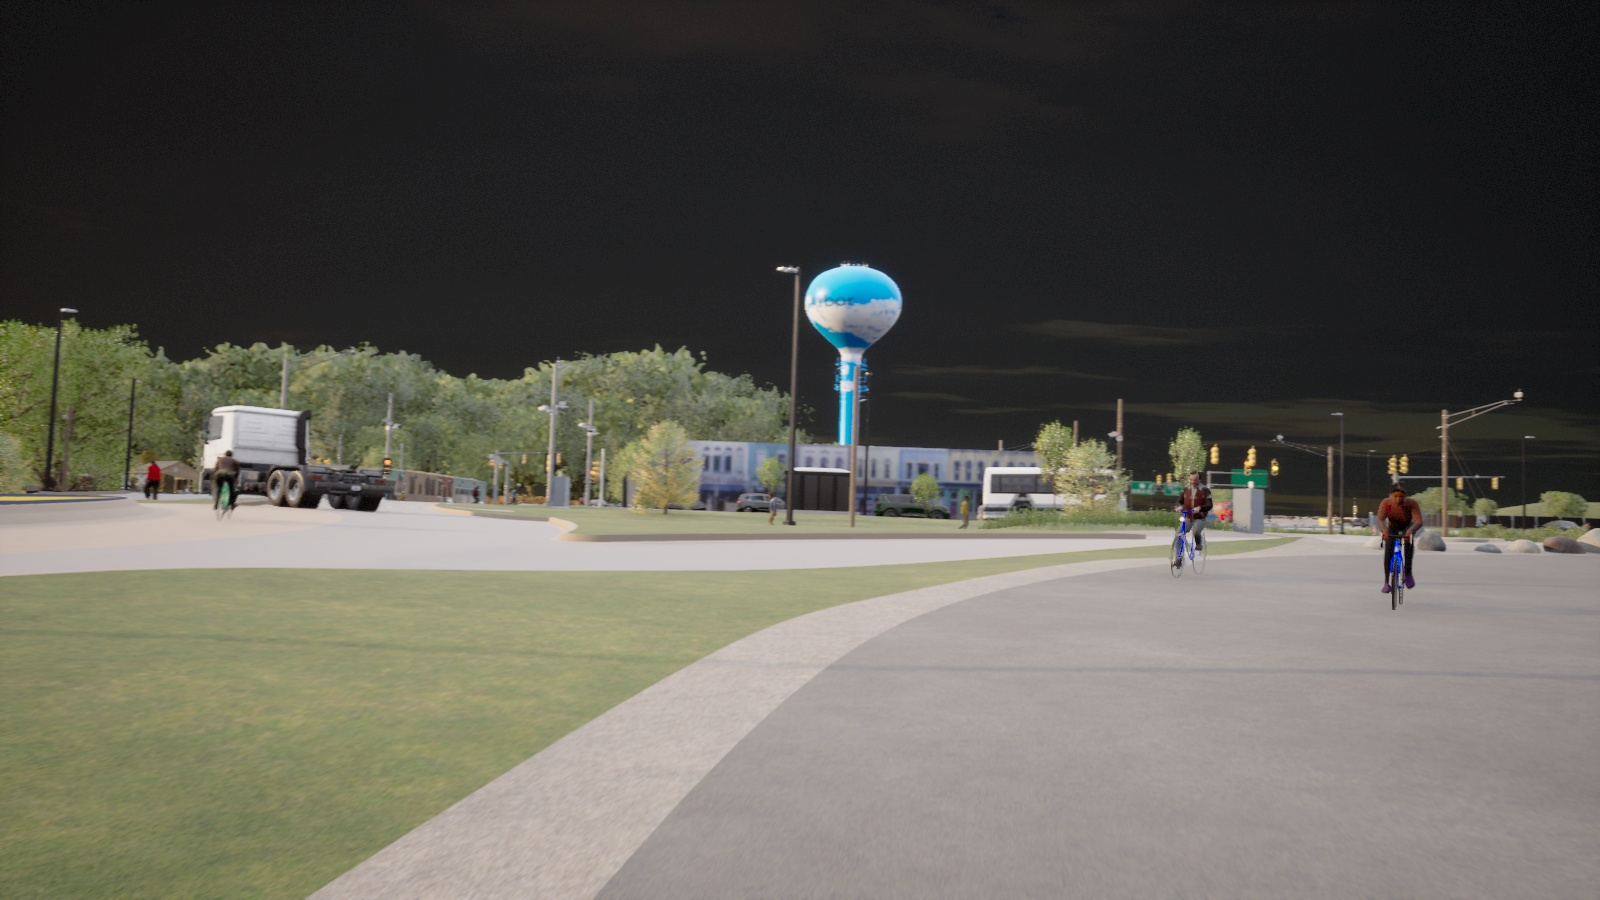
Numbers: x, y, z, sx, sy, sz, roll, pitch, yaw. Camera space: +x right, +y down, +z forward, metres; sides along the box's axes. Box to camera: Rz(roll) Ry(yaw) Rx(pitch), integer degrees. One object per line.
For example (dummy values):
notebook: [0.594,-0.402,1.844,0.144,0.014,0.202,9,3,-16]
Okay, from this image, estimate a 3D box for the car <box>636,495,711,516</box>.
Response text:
car: [-9.490,4.182,94.565,5.357,1.411,2.033,2,-4,2]

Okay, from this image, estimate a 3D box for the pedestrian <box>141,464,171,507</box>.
pedestrian: [-27.769,1.525,54.152,0.899,1.844,0.634,0,-4,26]

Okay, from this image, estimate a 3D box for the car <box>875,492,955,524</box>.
car: [8.227,4.186,90.388,5.566,2.045,2.150,2,-4,1]

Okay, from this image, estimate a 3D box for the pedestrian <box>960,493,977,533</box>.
pedestrian: [7.716,2.885,57.421,0.709,1.840,0.431,1,-4,2]

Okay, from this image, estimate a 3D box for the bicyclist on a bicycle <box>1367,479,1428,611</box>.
bicyclist on a bicycle: [7.808,1.203,16.392,0.582,1.620,1.656,1,-1,30]

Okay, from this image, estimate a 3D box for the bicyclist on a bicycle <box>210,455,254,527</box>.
bicyclist on a bicycle: [-13.160,0.935,29.134,0.582,1.620,1.656,1,-1,-14]

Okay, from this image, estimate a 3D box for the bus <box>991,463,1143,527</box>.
bus: [18.847,3.256,89.516,10.273,4.253,3.944,0,-6,8]

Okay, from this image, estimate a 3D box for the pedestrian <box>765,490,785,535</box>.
pedestrian: [-1.119,2.801,56.237,0.788,1.949,0.423,2,-4,-5]

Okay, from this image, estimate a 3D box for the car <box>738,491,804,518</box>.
car: [-2.065,3.965,90.578,4.611,1.667,2.242,2,-4,1]

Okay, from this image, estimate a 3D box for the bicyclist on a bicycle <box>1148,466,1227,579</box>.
bicyclist on a bicycle: [6.473,1.186,20.923,0.659,1.776,1.843,2,-1,35]

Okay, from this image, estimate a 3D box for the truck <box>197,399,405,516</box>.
truck: [-16.745,0.331,41.854,7.936,3.462,2.891,-1,-5,41]
